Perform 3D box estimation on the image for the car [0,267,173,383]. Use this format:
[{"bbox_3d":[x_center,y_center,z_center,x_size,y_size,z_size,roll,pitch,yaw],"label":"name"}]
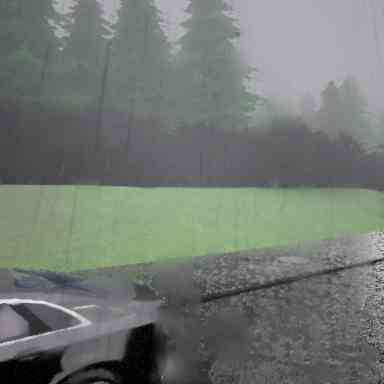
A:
[{"bbox_3d":[-2.524,1.523,2.770,4.902,1.511,2.128,0,0,-34],"label":"car"}]
